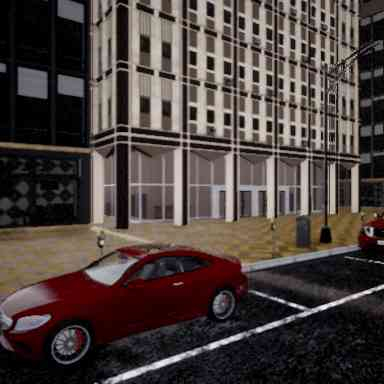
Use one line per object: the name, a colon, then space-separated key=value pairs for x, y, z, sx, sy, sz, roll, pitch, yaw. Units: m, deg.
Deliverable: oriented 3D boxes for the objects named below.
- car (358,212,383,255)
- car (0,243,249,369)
car: x=8.142 y=1.315 z=12.149 sx=5.009 sy=1.841 sz=2.192 roll=0 pitch=0 yaw=-36
car: x=-0.861 y=1.583 z=5.666 sx=4.206 sy=1.307 sz=1.802 roll=0 pitch=0 yaw=-36
